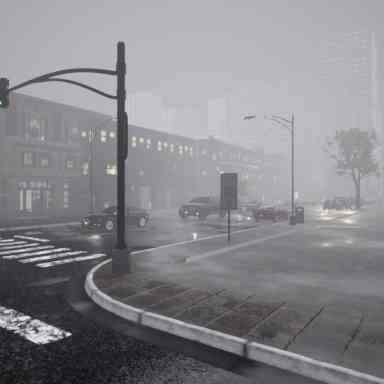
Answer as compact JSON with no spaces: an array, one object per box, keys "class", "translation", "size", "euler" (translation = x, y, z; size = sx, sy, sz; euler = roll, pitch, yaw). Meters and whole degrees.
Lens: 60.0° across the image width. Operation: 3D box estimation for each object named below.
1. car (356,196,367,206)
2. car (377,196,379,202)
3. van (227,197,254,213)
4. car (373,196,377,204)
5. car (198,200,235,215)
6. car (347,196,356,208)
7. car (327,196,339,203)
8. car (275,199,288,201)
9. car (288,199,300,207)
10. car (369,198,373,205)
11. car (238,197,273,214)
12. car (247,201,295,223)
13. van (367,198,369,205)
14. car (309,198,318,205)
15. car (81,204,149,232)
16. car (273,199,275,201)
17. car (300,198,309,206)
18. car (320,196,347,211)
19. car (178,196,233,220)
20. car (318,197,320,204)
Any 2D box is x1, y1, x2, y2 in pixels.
[{"class":"car","translation":[28.759,1.642,58.704],"size":[2.192,1.841,5.009],"euler":[0,-1,35]},{"class":"car","translation":[41.485,2.037,76.774],"size":[1.802,1.307,4.206],"euler":[0,-1,35]},{"class":"van","translation":[5.998,1.518,40.938],"size":[1.690,1.788,3.998],"euler":[0,0,35]},{"class":"car","translation":[38.402,1.948,72.396],"size":[1.752,1.417,4.829],"euler":[0,-1,35]},{"class":"car","translation":[2.719,1.674,36.279],"size":[1.752,1.417,4.829],"euler":[0,0,35]},{"class":"car","translation":[22.395,1.581,49.668],"size":[2.192,1.841,5.009],"euler":[0,-1,35]},{"class":"car","translation":[34.633,1.894,81.599],"size":[1.967,1.590,4.097],"euler":[0,-1,35]},{"class":"car","translation":[12.264,1.759,49.833],"size":[1.752,1.417,4.829],"euler":[0,-1,35]},{"class":"car","translation":[15.543,1.816,54.491],"size":[2.008,1.369,4.403],"euler":[0,-1,35]},{"class":"car","translation":[35.122,1.972,67.737],"size":[1.802,1.307,4.206],"euler":[0,-1,35]},{"class":"car","translation":[7.036,1.660,37.881],"size":[2.128,1.511,4.902],"euler":[0,0,35]},{"class":"car","translation":[6.531,1.670,27.047],"size":[1.887,1.381,4.507],"euler":[0,0,35]},{"class":"van","translation":[31.940,1.699,63.222],"size":[1.690,1.788,3.998],"euler":[0,-1,35]},{"class":"car","translation":[21.907,1.876,63.527],"size":[2.008,1.369,4.403],"euler":[0,-1,35]},{"class":"car","translation":[-4.763,1.578,21.188],"size":[1.837,1.490,4.892],"euler":[0,0,34]},{"class":"car","translation":[9.180,1.756,45.454],"size":[2.008,1.369,4.403],"euler":[0,0,35]},{"class":"car","translation":[18.725,1.846,59.009],"size":[2.008,1.369,4.403],"euler":[0,-1,35]},{"class":"car","translation":[19.214,1.676,45.149],"size":[1.967,1.590,4.097],"euler":[0,-1,35]},{"class":"car","translation":[1.124,1.341,29.507],"size":[2.150,2.045,5.566],"euler":[0,0,35]},{"class":"car","translation":[28.270,1.828,72.563],"size":[1.967,1.590,4.097],"euler":[0,-1,35]}]
